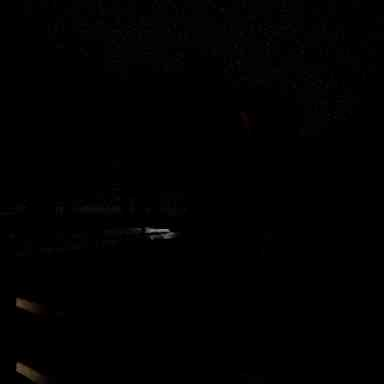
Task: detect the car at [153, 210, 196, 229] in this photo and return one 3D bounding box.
[{"bbox_3d":[-1.432,2.352,29.164,1.812,1.442,4.674,0,-1,36],"label":"car"}]
